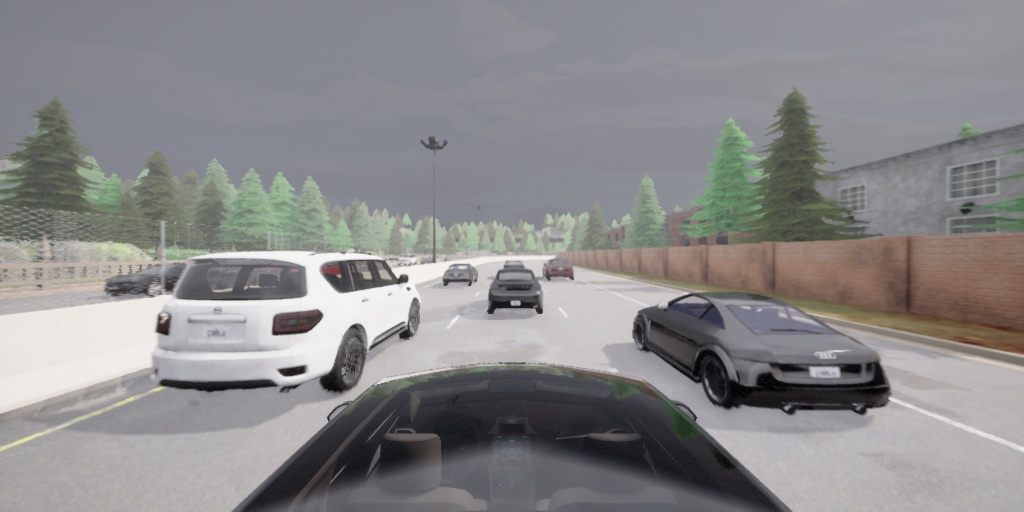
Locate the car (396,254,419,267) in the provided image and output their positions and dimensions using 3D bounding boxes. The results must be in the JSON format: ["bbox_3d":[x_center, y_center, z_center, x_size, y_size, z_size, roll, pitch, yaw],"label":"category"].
[{"bbox_3d":[-17.436,0.665,60.050,2.150,2.045,5.566,0,0,1],"label":"car"}]

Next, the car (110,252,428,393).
[{"bbox_3d":[-3.389,0.944,6.797,2.150,2.045,5.566,0,0,0],"label":"car"}]

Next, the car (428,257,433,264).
[{"bbox_3d":[-13.944,0.949,60.167,1.837,1.490,4.892,0,0,1],"label":"car"}]

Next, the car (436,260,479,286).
[{"bbox_3d":[-3.367,1.182,24.084,2.033,1.411,5.357,0,0,0],"label":"car"}]

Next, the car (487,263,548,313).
[{"bbox_3d":[0.116,1.196,13.603,1.837,1.490,4.892,0,1,0],"label":"car"}]

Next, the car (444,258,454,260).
[{"bbox_3d":[-10.460,1.056,58.488,1.895,1.301,4.718,0,0,1],"label":"car"}]

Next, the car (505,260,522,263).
[{"bbox_3d":[0.145,1.078,30.991,1.882,1.535,5.008,0,1,0],"label":"car"}]

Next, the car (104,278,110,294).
[{"bbox_3d":[-17.575,1.134,18.393,1.882,1.535,5.008,0,0,0],"label":"car"}]

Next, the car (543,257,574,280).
[{"bbox_3d":[3.641,0.964,28.930,2.097,1.767,4.553,0,0,0],"label":"car"}]

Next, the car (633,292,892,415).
[{"bbox_3d":[3.606,1.294,6.134,1.994,1.385,4.181,0,0,0],"label":"car"}]

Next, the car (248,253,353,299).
[{"bbox_3d":[-10.574,0.880,18.613,2.150,2.045,5.566,0,0,0],"label":"car"}]
